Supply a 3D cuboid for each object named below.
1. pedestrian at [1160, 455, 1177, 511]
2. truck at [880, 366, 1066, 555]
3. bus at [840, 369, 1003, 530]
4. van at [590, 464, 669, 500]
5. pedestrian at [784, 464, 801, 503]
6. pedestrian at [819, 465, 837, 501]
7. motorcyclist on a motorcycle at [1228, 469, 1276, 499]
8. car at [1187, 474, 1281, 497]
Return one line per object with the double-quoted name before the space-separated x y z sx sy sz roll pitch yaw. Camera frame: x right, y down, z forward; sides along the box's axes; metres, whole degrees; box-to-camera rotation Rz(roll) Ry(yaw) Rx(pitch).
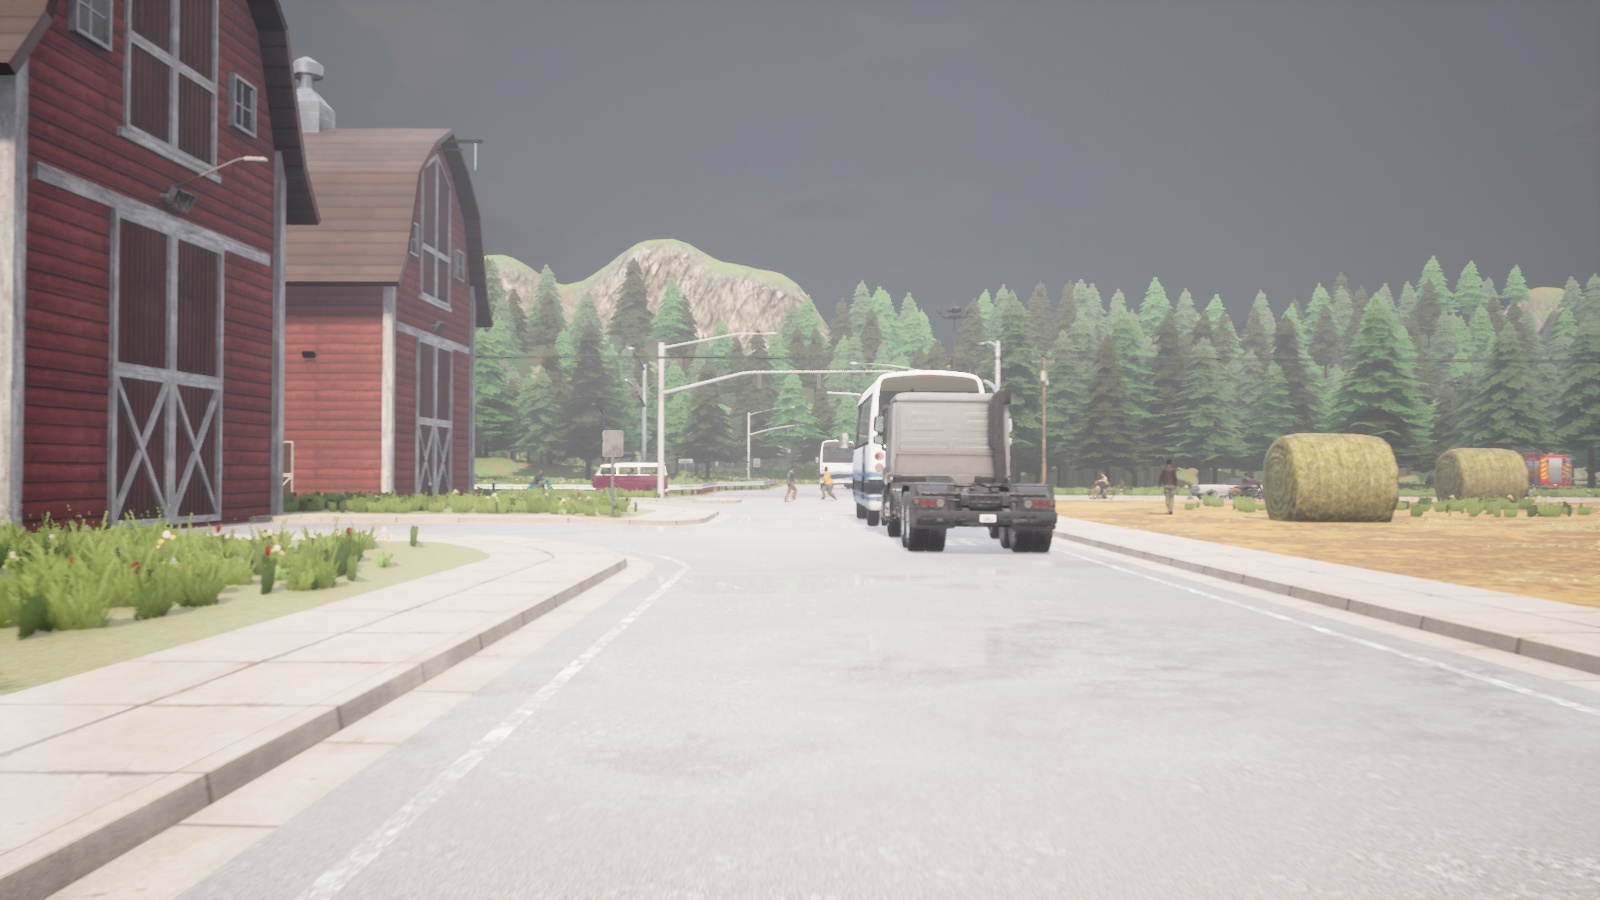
"pedestrian" 12.242 1.106 41.694 0.431 1.840 0.703 -1 -1 23
"truck" 3.435 0.256 27.089 2.891 3.462 7.936 0 -1 0
"bus" 3.401 0.070 38.556 3.944 4.253 10.273 0 -1 0
"van" -9.931 1.828 73.076 4.480 2.038 2.069 0 -1 -8
"pedestrian" -0.369 1.656 61.997 0.788 1.949 0.423 0 -1 -4
"pedestrian" 1.447 1.700 65.078 0.900 1.855 0.874 0 -1 -3
"motorcyclist on a motorcycle" 24.794 1.847 68.941 2.350 1.649 0.766 0 -1 1
"car" 25.004 2.054 72.435 4.718 1.301 1.895 0 -1 1
